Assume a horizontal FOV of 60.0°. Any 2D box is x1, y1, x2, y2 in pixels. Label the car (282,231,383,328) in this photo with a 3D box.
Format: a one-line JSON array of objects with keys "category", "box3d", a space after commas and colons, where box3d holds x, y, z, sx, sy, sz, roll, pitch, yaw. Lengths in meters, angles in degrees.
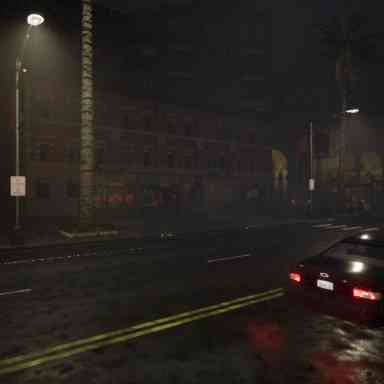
[{"category": "car", "box3d": [4.192, 1.547, 6.852, 5.357, 1.411, 2.033, 0, 0, -36]}]
